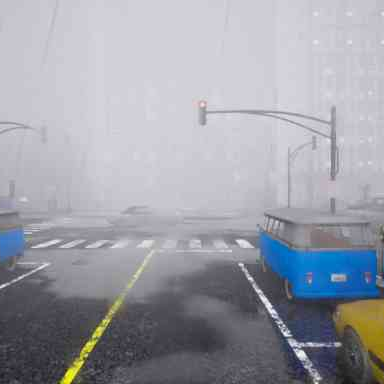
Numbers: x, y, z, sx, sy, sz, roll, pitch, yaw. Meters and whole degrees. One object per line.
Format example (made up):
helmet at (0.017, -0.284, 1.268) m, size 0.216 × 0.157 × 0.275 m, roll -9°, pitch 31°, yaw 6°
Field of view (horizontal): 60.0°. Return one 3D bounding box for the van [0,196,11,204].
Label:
van at (-17.119, 1.201, 27.495) m, size 3.998 × 1.788 × 1.690 m, roll 0°, pitch 1°, yaw 0°

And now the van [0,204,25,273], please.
van at (-5.693, 1.339, 7.986) m, size 1.690 × 1.788 × 3.998 m, roll -1°, pitch 0°, yaw 0°

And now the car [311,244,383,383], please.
car at (2.683, 1.525, 2.516) m, size 1.752 × 1.417 × 4.829 m, roll -1°, pitch 0°, yaw 0°

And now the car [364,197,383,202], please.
car at (15.270, 1.339, 27.264) m, size 5.009 × 1.841 × 2.192 m, roll 0°, pitch 1°, yaw 0°

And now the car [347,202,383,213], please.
car at (13.730, 1.653, 24.682) m, size 4.718 × 1.301 × 1.895 m, roll 0°, pitch 1°, yaw 0°

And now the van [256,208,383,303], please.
van at (2.687, 1.339, 7.948) m, size 1.690 × 1.788 × 3.998 m, roll -1°, pitch 0°, yaw 0°

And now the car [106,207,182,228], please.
car at (-3.037, 1.610, 21.602) m, size 4.718 × 1.301 × 1.895 m, roll 0°, pitch 1°, yaw 0°
